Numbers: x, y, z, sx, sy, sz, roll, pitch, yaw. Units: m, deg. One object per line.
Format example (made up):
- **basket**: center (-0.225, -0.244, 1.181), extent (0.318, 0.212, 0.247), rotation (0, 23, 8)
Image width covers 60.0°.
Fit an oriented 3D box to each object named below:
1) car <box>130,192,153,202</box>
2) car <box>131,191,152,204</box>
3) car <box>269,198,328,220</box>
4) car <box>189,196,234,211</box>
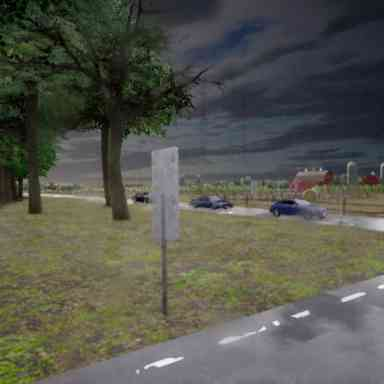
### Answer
- **car**: center (-8.005, 0.763, 52.403), extent (1.994, 1.385, 4.181), rotation (-1, 1, -35)
- **car**: center (-6.032, 0.700, 44.726), extent (2.097, 1.767, 4.553), rotation (-1, 1, -35)
- **car**: center (7.962, 1.236, 25.273), extent (1.812, 1.442, 4.674), rotation (-1, 2, -35)
- **car**: center (1.848, 1.087, 33.774), extent (2.033, 1.411, 5.357), rotation (-1, 2, -36)
